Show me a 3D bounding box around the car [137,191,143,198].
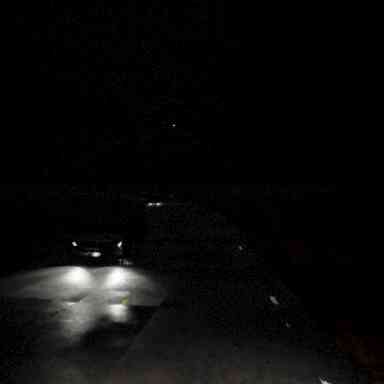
[{"bbox_3d":[-10.907,0.575,74.667,1.812,1.442,4.674,-1,1,-26],"label":"car"}]

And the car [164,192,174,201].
[{"bbox_3d":[-4.698,0.779,58.743,2.033,1.411,5.357,-1,1,-18],"label":"car"}]

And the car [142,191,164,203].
[{"bbox_3d":[-6.189,0.966,52.835,2.033,1.411,5.357,0,1,-14],"label":"car"}]

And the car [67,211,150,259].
[{"bbox_3d":[-2.757,1.427,12.424,2.033,1.411,5.357,0,1,1],"label":"car"}]

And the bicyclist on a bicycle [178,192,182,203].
[{"bbox_3d":[-1.818,0.862,50.829,0.582,1.620,1.656,-8,6,-12],"label":"bicyclist on a bicycle"}]

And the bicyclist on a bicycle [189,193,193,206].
[{"bbox_3d":[-0.136,0.991,42.763,0.582,1.620,1.656,0,0,-9],"label":"bicyclist on a bicycle"}]
